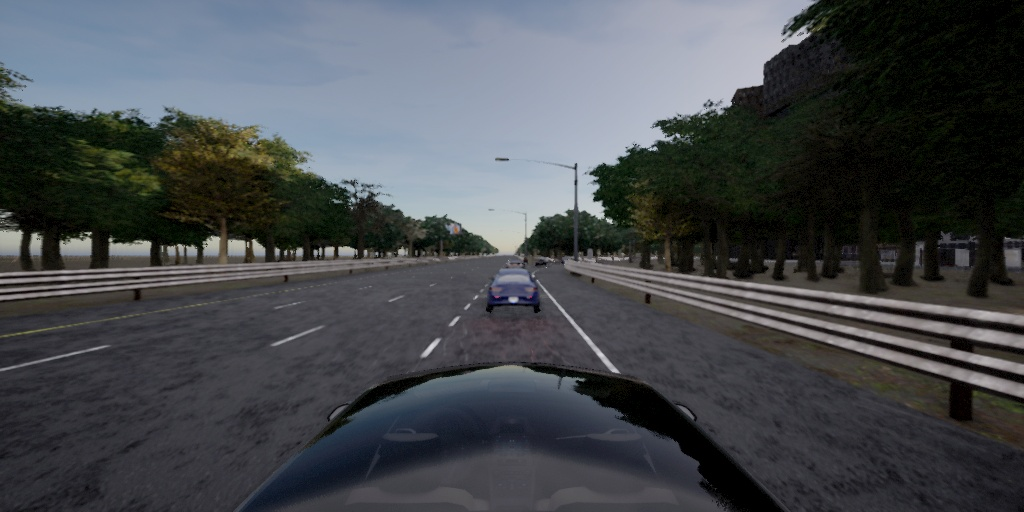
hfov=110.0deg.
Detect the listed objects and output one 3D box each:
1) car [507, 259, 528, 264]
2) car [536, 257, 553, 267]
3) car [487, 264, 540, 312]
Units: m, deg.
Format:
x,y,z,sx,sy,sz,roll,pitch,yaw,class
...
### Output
x,y,z,sx,sy,sz,roll,pitch,yaw,class
0.502,1.064,36.799,2.128,1.511,4.902,0,0,5,car
5.354,0.980,59.217,1.837,1.490,4.892,-1,0,20,car
0.058,1.216,13.770,1.812,1.442,4.674,0,0,0,car
